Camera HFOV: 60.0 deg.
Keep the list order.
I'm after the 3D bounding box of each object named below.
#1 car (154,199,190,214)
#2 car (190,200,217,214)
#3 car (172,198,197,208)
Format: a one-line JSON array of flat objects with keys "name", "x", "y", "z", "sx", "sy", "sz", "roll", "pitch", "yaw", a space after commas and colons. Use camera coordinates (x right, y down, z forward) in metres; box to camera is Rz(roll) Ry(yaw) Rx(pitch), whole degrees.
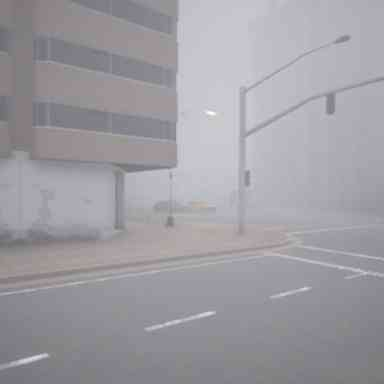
[{"name": "car", "x": -2.639, "y": 1.699, "z": 38.355, "sx": 1.837, "sy": 1.490, "sz": 4.892, "roll": 1, "pitch": 0, "yaw": -36}, {"name": "car", "x": 0.931, "y": 1.706, "z": 39.394, "sx": 1.882, "sy": 1.535, "sz": 5.008, "roll": 1, "pitch": 0, "yaw": -36}, {"name": "car", "x": -1.319, "y": 1.822, "z": 54.538, "sx": 1.812, "sy": 1.442, "sz": 4.674, "roll": 1, "pitch": 0, "yaw": -36}]
